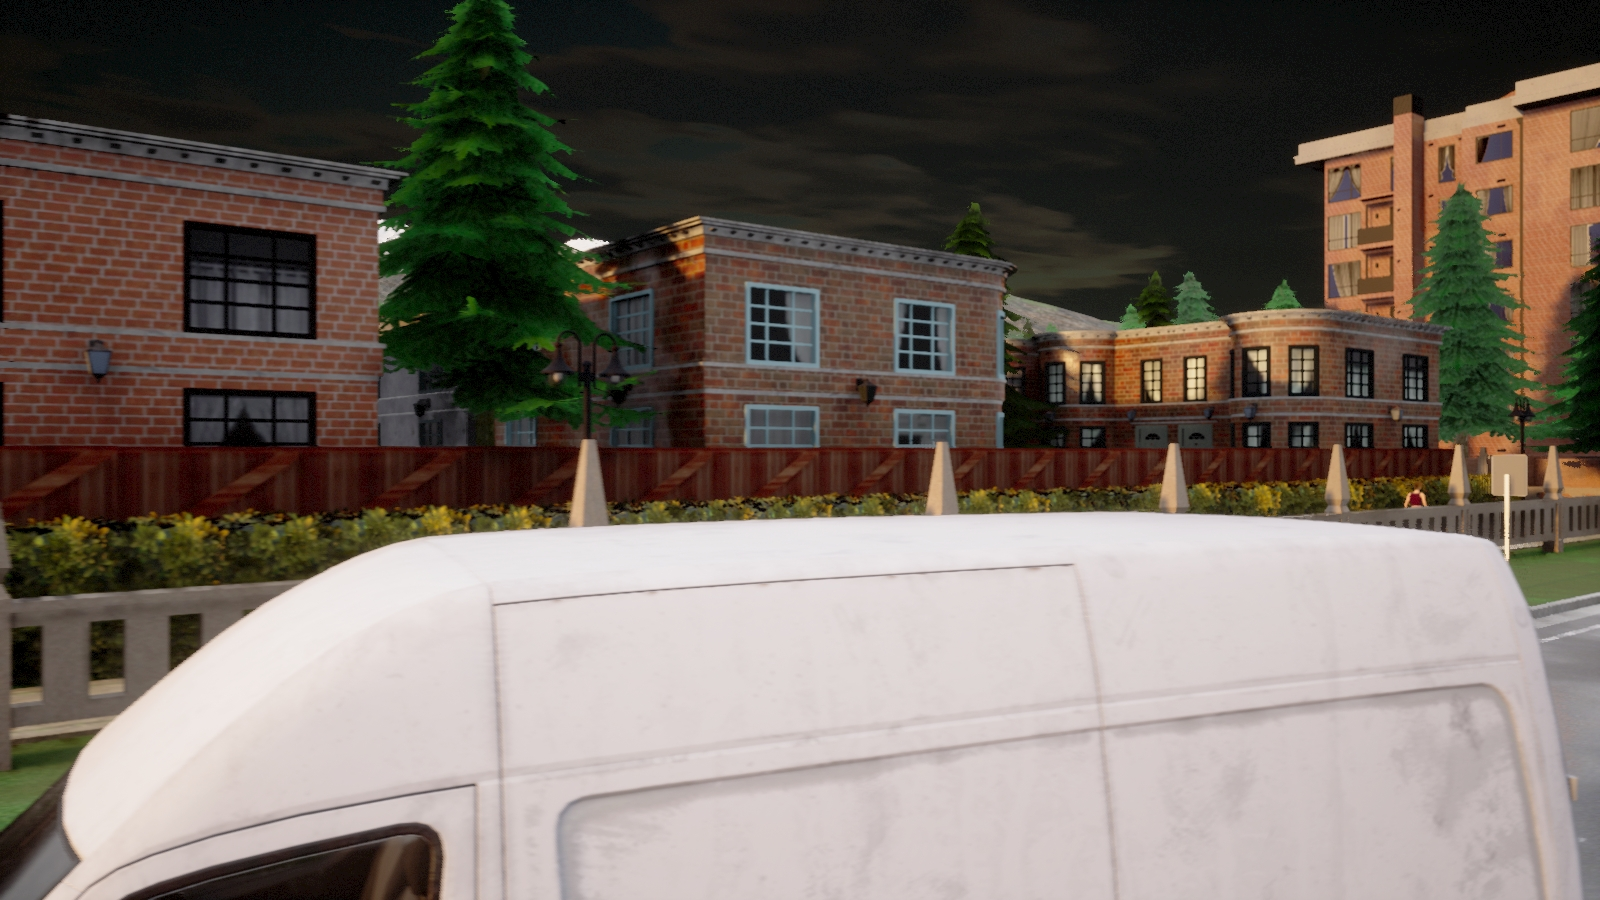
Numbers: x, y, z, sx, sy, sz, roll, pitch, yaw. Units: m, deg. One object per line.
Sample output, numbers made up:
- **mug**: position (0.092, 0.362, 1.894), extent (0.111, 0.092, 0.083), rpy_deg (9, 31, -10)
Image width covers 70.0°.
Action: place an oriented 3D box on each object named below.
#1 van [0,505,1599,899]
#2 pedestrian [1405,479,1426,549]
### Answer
- **van**: position (-0.470, 1.535, 3.344), extent (5.915, 2.561, 1.988), rpy_deg (0, 0, -24)
- **pedestrian**: position (16.563, 1.711, 30.763), extent (0.375, 1.860, 0.375), rpy_deg (0, 0, -38)
